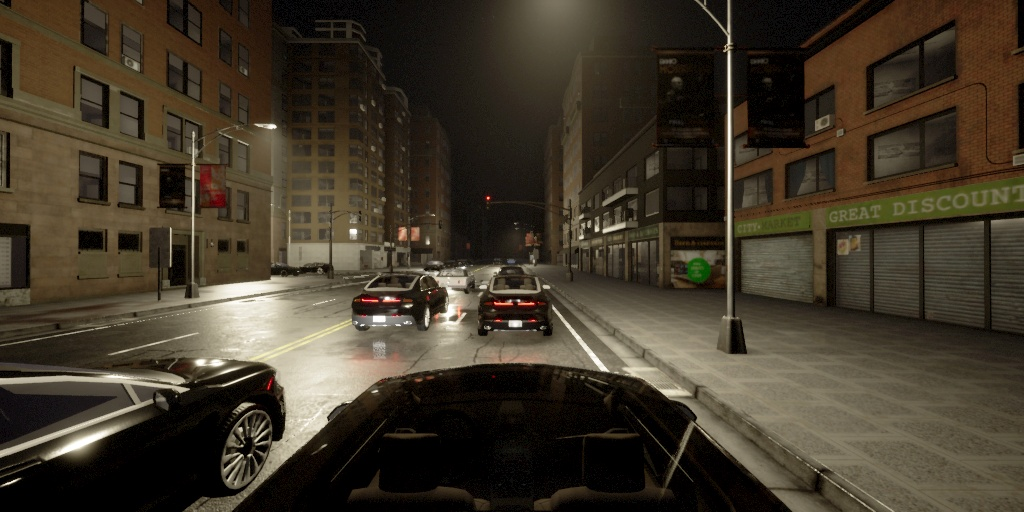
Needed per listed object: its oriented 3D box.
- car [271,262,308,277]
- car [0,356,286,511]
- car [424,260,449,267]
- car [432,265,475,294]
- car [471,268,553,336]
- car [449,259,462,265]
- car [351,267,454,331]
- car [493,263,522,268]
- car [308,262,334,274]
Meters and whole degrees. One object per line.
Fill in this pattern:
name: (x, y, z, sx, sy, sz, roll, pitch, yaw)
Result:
car: (-22.610, 1.316, 34.572, 4.181, 1.385, 1.994, 0, 0, 0)
car: (-3.154, 1.242, 1.589, 2.128, 1.511, 4.902, 0, 0, 0)
car: (-9.959, 1.314, 46.275, 2.033, 1.411, 5.357, 0, 0, 0)
car: (-3.189, 1.354, 20.290, 1.895, 1.301, 4.718, 0, 0, 0)
car: (0.081, 1.256, 10.387, 1.837, 1.490, 4.892, 0, 0, 0)
car: (-9.950, 1.339, 58.509, 1.994, 1.385, 4.181, 0, 0, 0)
car: (-3.170, 1.256, 10.978, 1.837, 1.490, 4.892, 0, 0, 0)
car: (-0.035, 1.279, 19.644, 1.812, 1.442, 4.674, 0, 0, 0)
car: (-22.227, 1.348, 40.053, 4.313, 1.339, 1.948, 0, 0, 0)
